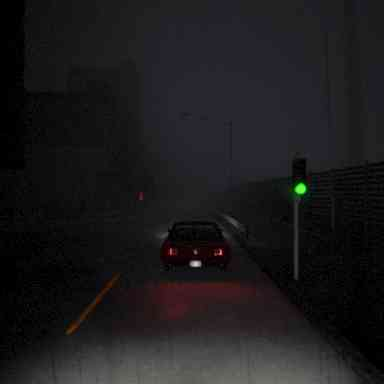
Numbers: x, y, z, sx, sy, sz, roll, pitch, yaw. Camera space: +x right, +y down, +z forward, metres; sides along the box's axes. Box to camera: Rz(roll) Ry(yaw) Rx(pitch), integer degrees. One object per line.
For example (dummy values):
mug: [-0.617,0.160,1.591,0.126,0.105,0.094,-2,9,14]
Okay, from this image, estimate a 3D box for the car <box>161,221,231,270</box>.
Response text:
car: [0.102,1.604,10.990,1.895,1.301,4.718,0,0,0]
